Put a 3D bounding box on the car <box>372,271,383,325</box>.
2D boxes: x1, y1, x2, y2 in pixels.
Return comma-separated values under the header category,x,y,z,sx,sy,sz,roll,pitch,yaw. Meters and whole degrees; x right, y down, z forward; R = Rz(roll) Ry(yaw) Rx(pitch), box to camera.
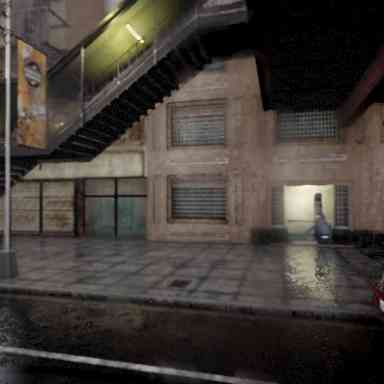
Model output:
category,x,y,z,sx,sy,sz,roll,pitch,yaw
car,5.437,1.279,4.147,5.566,2.045,2.435,0,-1,14
